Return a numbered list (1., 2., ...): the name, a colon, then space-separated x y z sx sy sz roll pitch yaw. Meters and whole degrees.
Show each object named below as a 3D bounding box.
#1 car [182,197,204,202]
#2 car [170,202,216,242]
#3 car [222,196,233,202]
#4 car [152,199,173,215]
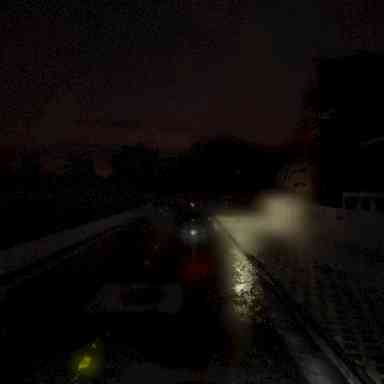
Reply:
1. car: 0.091 1.261 31.788 2.097 1.767 4.553 0 0 0
2. car: 0.096 1.469 16.287 1.837 1.490 4.892 0 0 0
3. car: 8.390 1.516 72.850 1.812 1.442 4.674 0 -1 41
4. car: -2.853 1.450 33.477 2.033 1.411 5.357 0 0 0
